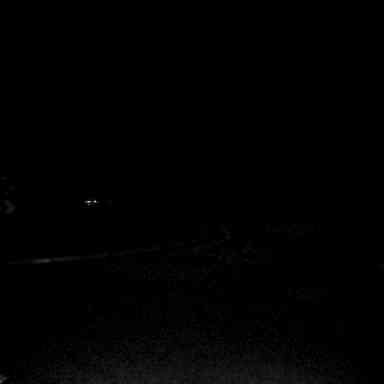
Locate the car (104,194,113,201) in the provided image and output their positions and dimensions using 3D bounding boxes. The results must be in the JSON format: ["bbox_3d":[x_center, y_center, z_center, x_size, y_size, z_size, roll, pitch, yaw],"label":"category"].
[{"bbox_3d":[-19.037,1.384,75.837,1.837,1.490,4.892,0,0,-14],"label":"car"}]

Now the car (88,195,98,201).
[{"bbox_3d":[-23.043,1.372,77.385,1.837,1.490,4.892,0,0,-14],"label":"car"}]
